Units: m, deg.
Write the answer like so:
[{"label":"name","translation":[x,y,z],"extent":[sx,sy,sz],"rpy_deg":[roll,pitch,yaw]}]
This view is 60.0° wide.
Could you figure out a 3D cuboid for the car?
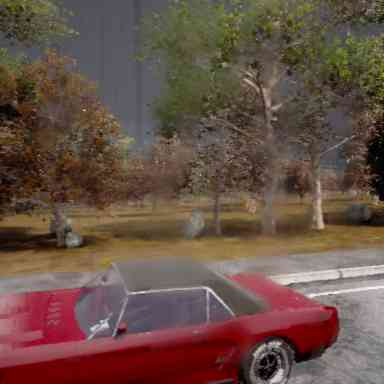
[{"label":"car","translation":[-0.737,1.556,3.978],"extent":[4.718,1.301,1.895],"rpy_deg":[0,1,-20]}]
